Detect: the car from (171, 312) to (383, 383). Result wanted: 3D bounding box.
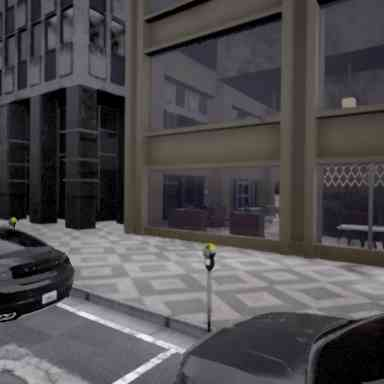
[{"bbox_3d":[2.060,1.519,1.970,4.892,1.490,1.837,2,1,35],"label":"car"}]

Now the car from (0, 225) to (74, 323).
[{"bbox_3d":[-4.497,1.330,6.052,4.892,1.490,1.837,2,0,20],"label":"car"}]
